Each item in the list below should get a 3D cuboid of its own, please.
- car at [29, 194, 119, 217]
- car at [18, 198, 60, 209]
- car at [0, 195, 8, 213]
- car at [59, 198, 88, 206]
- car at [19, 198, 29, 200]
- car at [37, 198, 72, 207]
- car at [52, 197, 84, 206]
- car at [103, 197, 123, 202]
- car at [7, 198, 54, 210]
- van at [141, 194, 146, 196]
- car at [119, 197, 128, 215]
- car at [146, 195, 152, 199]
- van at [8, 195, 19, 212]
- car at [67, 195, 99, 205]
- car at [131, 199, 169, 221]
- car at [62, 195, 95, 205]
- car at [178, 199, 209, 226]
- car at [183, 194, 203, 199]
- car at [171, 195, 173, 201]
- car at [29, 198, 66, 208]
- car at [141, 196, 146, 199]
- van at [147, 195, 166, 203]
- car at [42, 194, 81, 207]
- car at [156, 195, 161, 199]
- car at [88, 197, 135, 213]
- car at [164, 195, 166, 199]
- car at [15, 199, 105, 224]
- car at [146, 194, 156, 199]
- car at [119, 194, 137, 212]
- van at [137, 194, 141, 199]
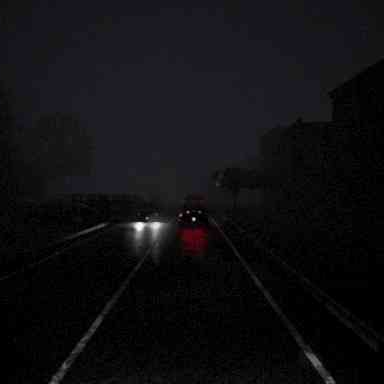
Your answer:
[{"bbox_3d":[-8.857,1.200,25.410,5.566,2.045,2.435,0,0,0],"label":"car"},{"bbox_3d":[-21.897,1.612,47.709,5.008,1.535,2.097,0,0,0],"label":"car"},{"bbox_3d":[-21.870,1.373,33.787,4.553,1.767,2.185,0,0,0],"label":"car"},{"bbox_3d":[-21.909,1.778,61.509,4.674,1.452,2.002,0,-1,0],"label":"car"},{"bbox_3d":[-21.897,1.605,42.138,4.674,1.452,2.002,0,0,0],"label":"car"},{"bbox_3d":[-21.935,1.688,53.279,4.792,1.488,2.163,0,0,0],"label":"car"},{"bbox_3d":[-21.904,1.711,58.849,5.008,1.535,2.097,0,-1,0],"label":"car"},{"bbox_3d":[-21.938,2.093,92.300,4.892,1.521,2.231,0,-1,0],"label":"car"},{"bbox_3d":[-21.715,1.585,44.923,5.366,1.575,1.946,0,0,0],"label":"car"},{"bbox_3d":[-8.937,1.361,45.032,4.442,1.987,1.878,0,0,0],"label":"van"},{"bbox_3d":[-8.829,1.479,31.013,4.892,1.521,2.231,0,0,0],"label":"car"},{"bbox_3d":[-8.817,1.610,47.833,5.008,1.535,2.097,0,0,0],"label":"car"},{"bbox_3d":[-22.016,1.293,36.568,4.442,1.987,1.878,0,0,0],"label":"van"},{"bbox_3d":[-21.887,1.549,67.081,5.566,2.045,2.435,0,-1,0],"label":"car"},{"bbox_3d":[-3.231,1.526,26.723,2.033,1.411,5.357,0,0,0],"label":"car"},{"bbox_3d":[-21.884,1.518,64.419,5.566,2.045,2.435,0,-1,0],"label":"car"},{"bbox_3d":[0.116,1.471,23.233,1.837,1.490,4.892,0,-1,0],"label":"car"},{"bbox_3d":[0.131,1.309,41.010,2.150,2.045,5.566,0,0,0],"label":"car"},{"bbox_3d":[-8.824,1.843,92.683,5.566,2.045,2.435,0,-1,0],"label":"car"},{"bbox_3d":[-21.875,1.665,50.494,4.792,1.488,2.163,0,0,0],"label":"car"},{"bbox_3d":[-8.814,1.565,42.227,4.892,1.521,2.231,0,0,0],"label":"car"},{"bbox_3d":[-8.728,1.739,81.470,4.442,1.987,1.878,0,-1,0],"label":"van"},{"bbox_3d":[-21.880,1.432,56.064,5.566,2.045,2.435,0,0,0],"label":"car"},{"bbox_3d":[-8.827,1.739,61.849,5.008,1.535,2.097,0,-1,0],"label":"car"},{"bbox_3d":[-8.788,1.392,36.620,4.553,1.767,2.185,0,0,0],"label":"car"},{"bbox_3d":[-8.810,1.897,73.058,4.792,1.488,2.163,0,-1,0],"label":"car"},{"bbox_3d":[-8.826,1.444,22.608,4.892,1.521,2.231,0,0,0],"label":"car"},{"bbox_3d":[-8.853,1.383,50.639,5.566,2.045,2.435,0,0,0],"label":"car"},{"bbox_3d":[-8.849,1.246,33.820,5.566,2.045,2.435,0,0,0],"label":"car"},{"bbox_3d":[-8.704,1.315,39.425,4.442,1.987,1.878,0,0,0],"label":"van"}]
